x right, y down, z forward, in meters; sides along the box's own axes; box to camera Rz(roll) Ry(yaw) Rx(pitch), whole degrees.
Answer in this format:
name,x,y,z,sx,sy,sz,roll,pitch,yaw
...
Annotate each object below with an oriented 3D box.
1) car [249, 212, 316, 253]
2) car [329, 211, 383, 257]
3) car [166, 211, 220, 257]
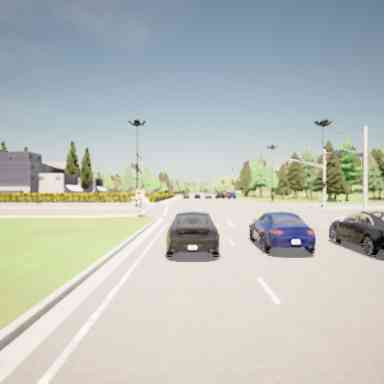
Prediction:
name,x,y,z,sx,sy,sz,roll,pitch,yaw
car,3.547,1.521,13.570,1.812,1.442,4.674,0,0,0
car,7.039,1.488,12.962,2.128,1.511,4.902,0,0,0
car,0.040,1.502,12.979,1.837,1.490,4.892,0,0,0
